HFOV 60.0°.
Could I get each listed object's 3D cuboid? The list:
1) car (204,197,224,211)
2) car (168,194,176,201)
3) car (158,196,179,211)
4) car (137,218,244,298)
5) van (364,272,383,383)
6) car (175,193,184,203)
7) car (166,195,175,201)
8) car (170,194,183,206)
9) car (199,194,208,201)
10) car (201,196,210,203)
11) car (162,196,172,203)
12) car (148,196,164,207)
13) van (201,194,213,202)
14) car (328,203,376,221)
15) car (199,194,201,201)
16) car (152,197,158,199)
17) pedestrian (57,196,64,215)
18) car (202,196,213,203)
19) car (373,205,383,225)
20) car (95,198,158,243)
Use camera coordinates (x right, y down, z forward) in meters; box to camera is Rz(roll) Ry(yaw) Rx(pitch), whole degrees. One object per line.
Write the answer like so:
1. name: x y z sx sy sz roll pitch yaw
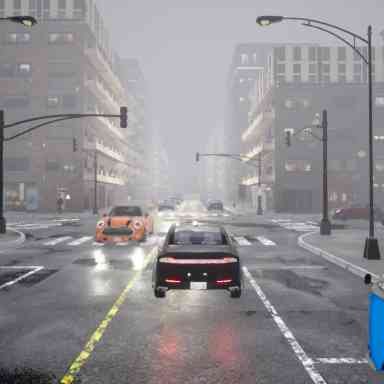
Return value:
1. car: 2.802 1.580 39.946 1.947 1.339 4.313 1 0 0
2. car: -5.450 1.480 90.750 1.967 1.590 4.097 1 0 0
3. car: -3.000 1.562 40.944 2.033 1.411 5.357 0 0 0
4. car: 0.122 1.494 8.488 2.128 1.511 4.902 0 0 0
5. van: 2.679 1.342 1.999 1.690 1.788 3.998 1 0 0
6. car: -2.828 1.253 69.342 2.150 2.045 5.566 0 0 0
7. car: -5.466 1.587 85.107 2.008 1.369 4.403 1 0 0
8. car: -2.946 1.546 56.288 1.812 1.442 4.674 0 0 0
9. car: 2.918 1.352 85.086 2.192 1.841 5.009 1 0 0
10. car: 2.885 1.612 73.801 1.802 1.307 4.206 1 0 0
11. car: -5.494 1.575 73.822 1.887 1.381 4.507 1 0 0
12. car: -5.548 1.459 51.252 1.967 1.590 4.097 1 0 0
13. van: 2.847 1.362 56.873 1.690 1.788 3.998 1 0 0
14. car: 13.712 1.608 28.104 4.097 1.590 1.967 0 -1 1
15. car: 2.873 1.552 68.328 1.752 1.417 4.829 1 0 0
16. car: -5.577 1.539 39.796 1.752 1.417 4.829 1 0 0
17. pedestrian: -12.461 1.217 31.425 0.375 1.860 0.375 0 -1 1
18. car: 2.816 1.567 45.588 2.008 1.369 4.403 1 0 0
19. car: 13.587 1.583 19.722 4.313 1.339 1.947 0 -1 1
20. car: -3.060 1.357 15.882 2.097 1.767 4.553 0 0 0
